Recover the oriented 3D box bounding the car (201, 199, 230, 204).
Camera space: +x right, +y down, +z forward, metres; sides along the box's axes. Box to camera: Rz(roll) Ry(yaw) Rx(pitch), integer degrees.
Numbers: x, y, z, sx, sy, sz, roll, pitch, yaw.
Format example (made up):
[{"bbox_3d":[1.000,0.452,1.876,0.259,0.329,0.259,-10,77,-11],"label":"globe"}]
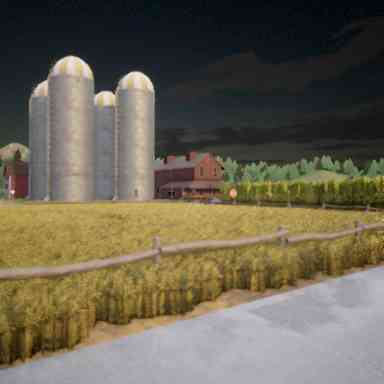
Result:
[{"bbox_3d":[3.323,1.687,48.842,2.033,1.411,5.357,0,0,-35],"label":"car"}]
